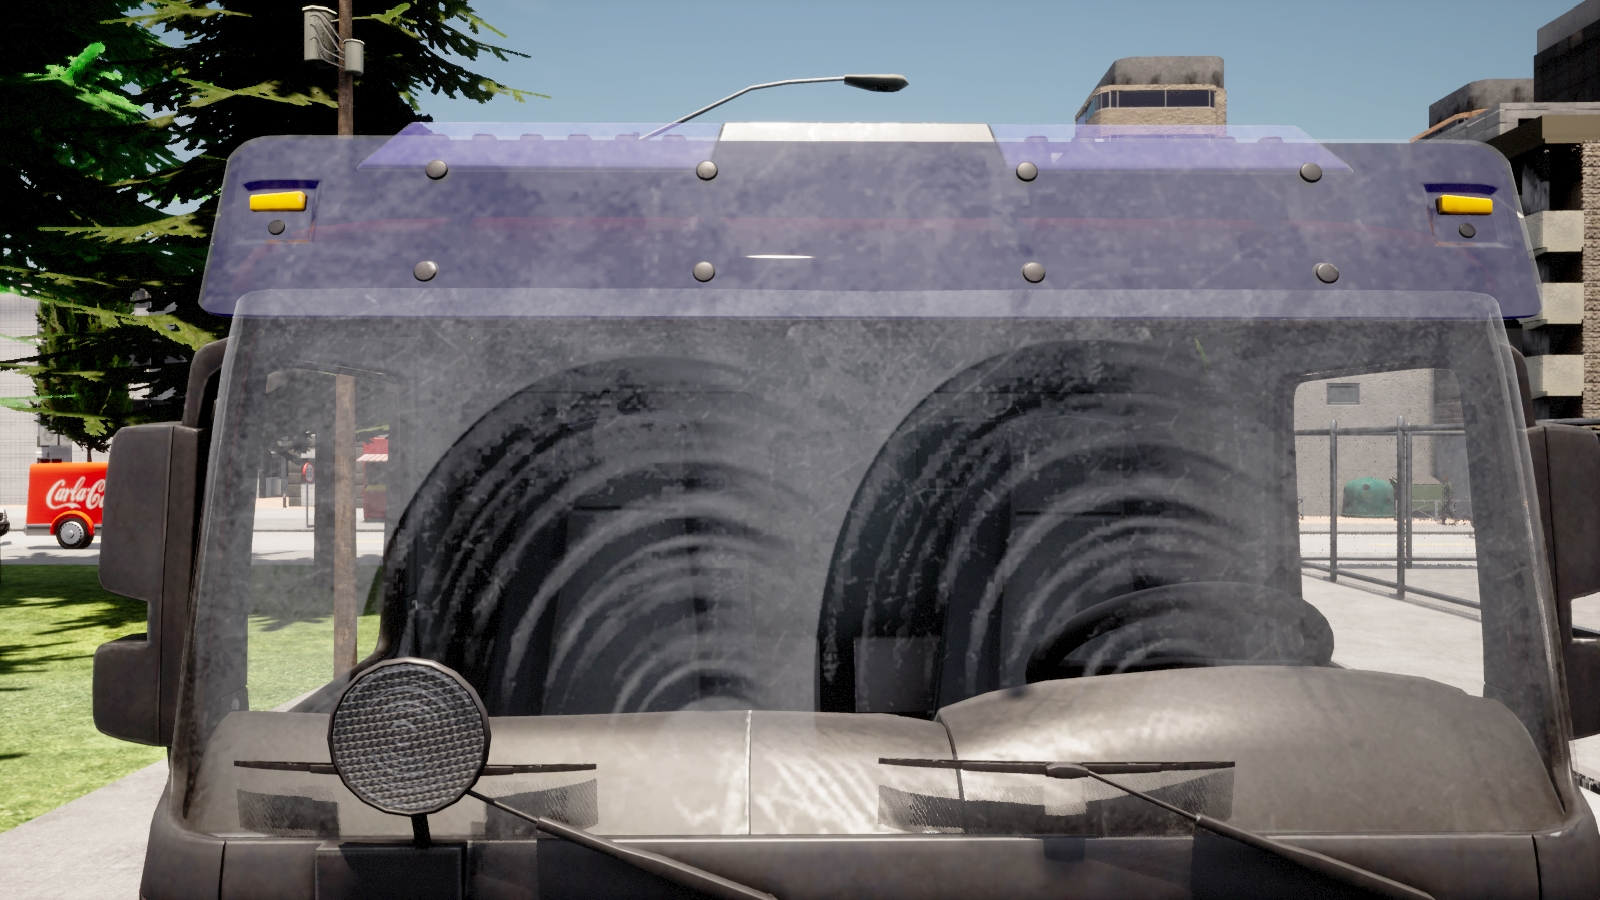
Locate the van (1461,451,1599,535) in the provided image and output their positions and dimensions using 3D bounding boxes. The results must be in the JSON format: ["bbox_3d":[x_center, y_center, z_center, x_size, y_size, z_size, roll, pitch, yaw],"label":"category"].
[{"bbox_3d":[24.242,1.314,35.747,5.915,2.561,1.988,0,0,1],"label":"van"}]

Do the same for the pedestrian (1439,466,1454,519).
[{"bbox_3d":[23.195,1.523,40.991,0.375,1.860,0.375,0,0,16],"label":"pedestrian"}]

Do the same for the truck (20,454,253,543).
[{"bbox_3d":[-19.012,1.348,32.943,5.204,2.467,2.627,0,0,1],"label":"truck"}]

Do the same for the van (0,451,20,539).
[{"bbox_3d":[-26.239,1.314,33.169,5.915,2.561,1.988,0,0,2],"label":"van"}]

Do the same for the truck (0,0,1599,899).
[{"bbox_3d":[0.092,0.670,5.580,2.891,3.827,8.468,0,0,-1],"label":"truck"}]
